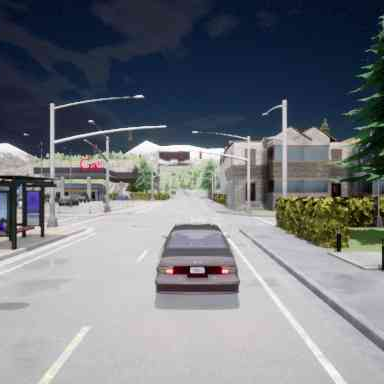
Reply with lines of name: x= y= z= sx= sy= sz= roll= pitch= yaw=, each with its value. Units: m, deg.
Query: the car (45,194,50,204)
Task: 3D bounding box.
car: x=-25.842 y=1.289 z=61.103 sx=1.932 sy=1.855 sz=4.605 roll=0 pitch=0 yaw=0

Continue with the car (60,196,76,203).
car: x=-25.896 y=1.552 z=69.582 sx=1.970 sy=1.475 sz=3.806 roll=0 pitch=0 yaw=0

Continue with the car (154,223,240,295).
car: x=0.107 y=1.547 z=8.895 sx=2.033 sy=1.411 sz=5.357 roll=0 pitch=0 yaw=0

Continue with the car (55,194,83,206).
car: x=-18.882 y=1.489 z=51.105 sx=2.007 sy=1.523 sz=4.514 roll=0 pitch=0 yaw=0

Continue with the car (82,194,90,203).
car: x=-22.571 y=1.268 z=68.977 sx=1.905 sy=1.878 sz=3.866 roll=0 pitch=0 yaw=0
